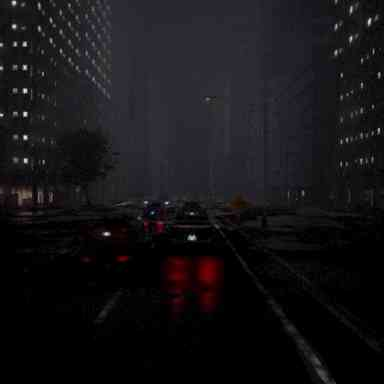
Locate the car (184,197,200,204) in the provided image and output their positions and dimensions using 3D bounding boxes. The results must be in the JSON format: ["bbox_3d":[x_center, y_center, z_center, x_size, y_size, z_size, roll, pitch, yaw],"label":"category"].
[{"bbox_3d":[0.000,1.507,29.654,1.837,1.490,4.892,0,0,0],"label":"car"}]

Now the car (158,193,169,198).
[{"bbox_3d":[-6.499,1.196,76.717,2.150,2.045,5.566,0,0,0],"label":"car"}]

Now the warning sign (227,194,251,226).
[{"bbox_3d":[2.865,1.108,20.605,1.300,1.860,1.060,1,1,0],"label":"warning sign"}]

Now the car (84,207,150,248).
[{"bbox_3d":[-3.250,1.567,14.653,1.994,1.385,4.181,0,0,0],"label":"car"}]

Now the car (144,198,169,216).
[{"bbox_3d":[-3.250,1.524,29.654,1.812,1.442,4.674,0,0,0],"label":"car"}]

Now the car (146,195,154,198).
[{"bbox_3d":[-9.750,1.495,76.747,1.812,1.442,4.674,0,0,0],"label":"car"}]

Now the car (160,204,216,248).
[{"bbox_3d":[0.000,1.490,14.652,2.128,1.511,4.902,0,0,0],"label":"car"}]

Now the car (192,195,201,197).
[{"bbox_3d":[1.138,1.489,86.630,1.837,1.490,4.892,0,0,0],"label":"car"}]
